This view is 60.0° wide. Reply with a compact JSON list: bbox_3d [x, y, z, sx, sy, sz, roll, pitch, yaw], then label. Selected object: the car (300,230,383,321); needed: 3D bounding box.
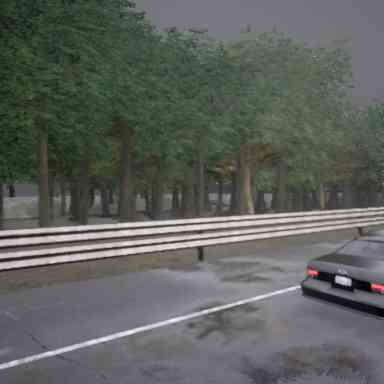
[{"bbox_3d":[4.570,1.526,7.018,5.357,1.411,2.033,0,0,-35],"label":"car"}]
